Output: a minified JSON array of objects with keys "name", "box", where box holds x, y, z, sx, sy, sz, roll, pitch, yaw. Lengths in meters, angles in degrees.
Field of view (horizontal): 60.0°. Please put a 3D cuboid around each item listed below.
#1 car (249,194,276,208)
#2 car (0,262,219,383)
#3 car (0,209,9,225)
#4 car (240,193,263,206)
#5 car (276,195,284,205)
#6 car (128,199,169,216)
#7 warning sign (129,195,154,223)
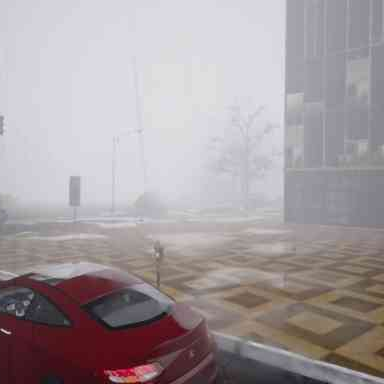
[{"name":"car","box":[9.709,1.468,46.892,1.812,1.442,4.674,1,1,35]},{"name":"car","box":[-1.660,1.581,4.209,4.206,1.307,1.802,0,1,36]},{"name":"car","box":[-13.211,1.450,19.075,2.128,1.511,4.902,1,1,34]},{"name":"car","box":[9.550,1.117,52.046,2.150,2.045,5.566,1,0,35]},{"name":"car","box":[15.268,1.275,55.066,2.097,1.767,4.553,1,1,34]},{"name":"car","box":[-4.138,1.459,32.285,1.812,1.442,4.674,1,1,34]},{"name":"warning sign","box":[-3.488,1.141,22.950,1.300,1.860,1.060,1,1,34]}]
